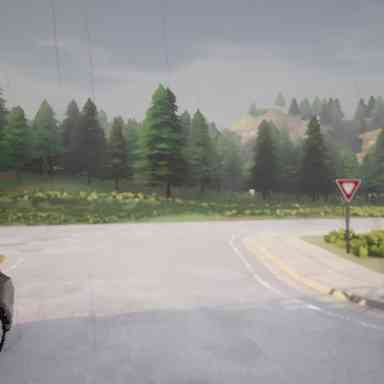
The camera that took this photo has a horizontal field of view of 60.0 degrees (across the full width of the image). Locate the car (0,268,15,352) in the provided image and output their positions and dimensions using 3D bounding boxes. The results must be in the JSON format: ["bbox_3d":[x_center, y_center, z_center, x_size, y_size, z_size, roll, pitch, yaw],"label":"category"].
[{"bbox_3d":[-3.528,1.511,2.976,1.837,1.490,4.892,0,-1,0],"label":"car"}]
